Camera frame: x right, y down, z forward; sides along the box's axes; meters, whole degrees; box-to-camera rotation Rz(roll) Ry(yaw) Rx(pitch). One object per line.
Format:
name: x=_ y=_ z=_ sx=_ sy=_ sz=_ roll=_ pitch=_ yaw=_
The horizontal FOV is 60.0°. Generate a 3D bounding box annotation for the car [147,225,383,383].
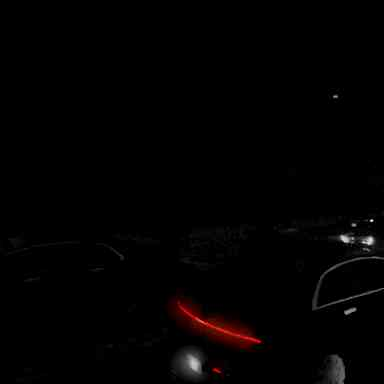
car: x=1.994 y=1.512 z=4.871 sx=4.892 sy=1.490 sz=1.837 roll=-1 pitch=0 yaw=-35

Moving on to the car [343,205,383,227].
car: x=10.688 y=1.500 z=19.287 sx=4.902 sy=1.511 sz=2.128 roll=0 pitch=0 yaw=-35

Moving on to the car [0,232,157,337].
car: x=-2.815 y=1.507 z=5.668 sx=4.892 sy=1.490 sz=1.837 roll=0 pitch=0 yaw=-35
